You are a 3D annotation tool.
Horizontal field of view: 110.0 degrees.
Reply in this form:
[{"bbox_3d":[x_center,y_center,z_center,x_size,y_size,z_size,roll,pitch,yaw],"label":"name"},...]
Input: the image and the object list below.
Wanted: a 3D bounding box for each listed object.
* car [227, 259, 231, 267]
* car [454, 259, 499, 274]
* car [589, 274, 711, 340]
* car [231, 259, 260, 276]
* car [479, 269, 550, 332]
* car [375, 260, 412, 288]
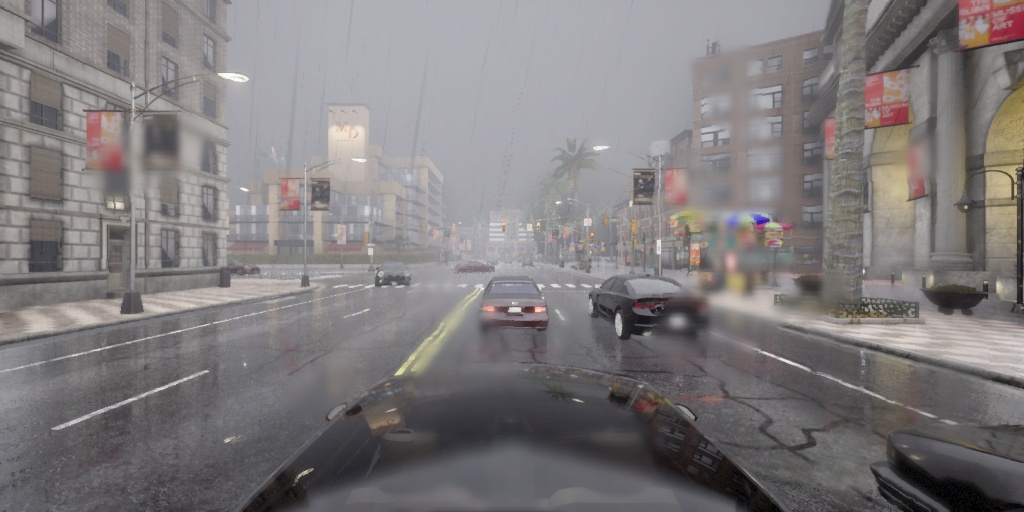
[{"bbox_3d":[-29.605,0.972,32.838,5.566,2.045,2.150,0,0,-1],"label":"car"},{"bbox_3d":[-4.221,1.276,40.459,4.674,1.442,1.812,0,0,-35],"label":"car"},{"bbox_3d":[3.485,1.228,10.031,1.882,1.535,5.008,0,0,0],"label":"car"},{"bbox_3d":[-28.238,1.103,36.365,4.553,1.767,2.097,0,0,-1],"label":"car"},{"bbox_3d":[-0.006,1.297,10.846,2.033,1.411,5.357,0,0,-2],"label":"car"},{"bbox_3d":[-7.932,1.102,24.007,2.097,1.767,4.553,0,0,-20],"label":"car"}]
